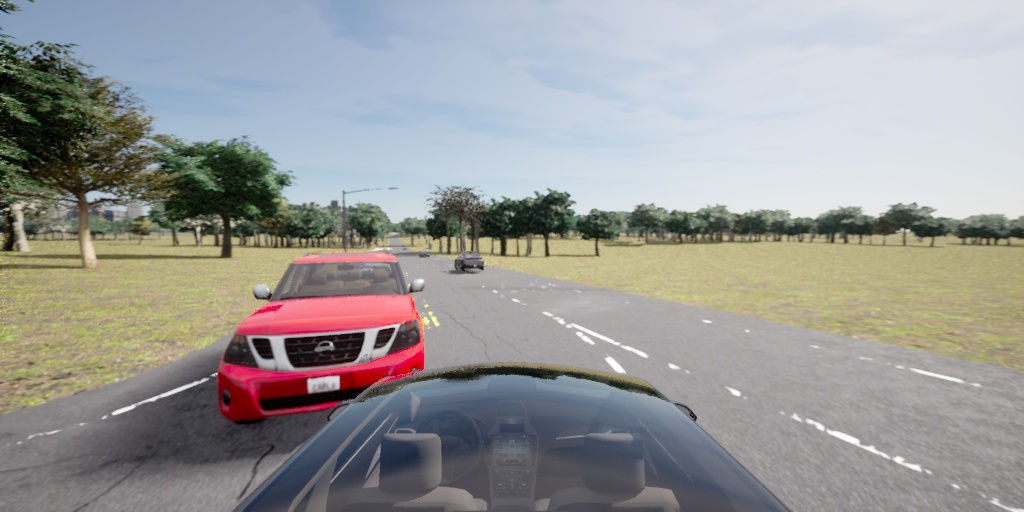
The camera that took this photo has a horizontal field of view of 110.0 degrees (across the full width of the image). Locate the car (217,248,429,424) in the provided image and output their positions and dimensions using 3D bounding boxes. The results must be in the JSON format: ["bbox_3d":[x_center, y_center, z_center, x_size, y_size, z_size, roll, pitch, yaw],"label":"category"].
[{"bbox_3d":[-2.836,0.950,6.326,2.150,2.045,5.566,-1,1,-19],"label":"car"}]

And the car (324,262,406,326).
[{"bbox_3d":[-4.972,1.094,12.613,2.128,1.511,4.902,-2,2,-19],"label":"car"}]

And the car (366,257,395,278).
[{"bbox_3d":[-10.100,0.816,27.743,1.895,1.301,4.718,-2,2,-19],"label":"car"}]

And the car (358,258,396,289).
[{"bbox_3d":[-7.902,0.908,21.232,1.812,1.442,4.674,-2,2,-19],"label":"car"}]

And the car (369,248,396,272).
[{"bbox_3d":[-12.093,0.286,33.611,2.150,2.045,5.566,-2,2,-19],"label":"car"}]

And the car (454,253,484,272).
[{"bbox_3d":[-3.721,0.507,30.700,2.128,1.511,4.902,-2,2,-19],"label":"car"}]
